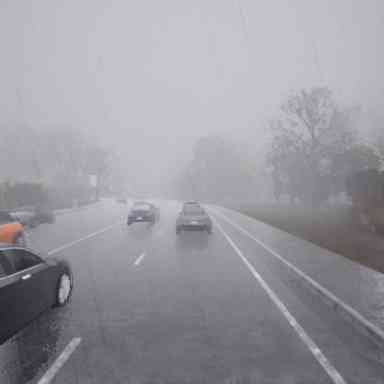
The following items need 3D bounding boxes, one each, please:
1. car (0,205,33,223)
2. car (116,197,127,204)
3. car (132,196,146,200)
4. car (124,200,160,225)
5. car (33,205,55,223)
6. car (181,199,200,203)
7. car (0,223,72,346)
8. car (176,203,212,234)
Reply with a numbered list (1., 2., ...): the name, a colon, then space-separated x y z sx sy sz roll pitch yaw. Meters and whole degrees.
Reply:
1. car: -7.100 1.354 10.154 2.097 1.767 4.553 0 0 0
2. car: -13.538 1.561 63.970 1.994 1.385 4.181 0 0 -11
3. car: -8.382 1.359 52.956 2.097 1.767 4.553 0 0 -6
4. car: -3.400 1.530 23.799 1.812 1.442 4.674 0 0 0
5. car: -10.617 1.568 21.709 1.994 1.385 4.181 0 0 0
6. car: -0.138 1.499 37.209 2.128 1.511 4.902 0 0 -2
7. car: -3.399 1.506 5.034 1.837 1.490 4.892 0 0 0
8. car: 0.099 1.567 19.448 1.994 1.385 4.181 0 0 0
